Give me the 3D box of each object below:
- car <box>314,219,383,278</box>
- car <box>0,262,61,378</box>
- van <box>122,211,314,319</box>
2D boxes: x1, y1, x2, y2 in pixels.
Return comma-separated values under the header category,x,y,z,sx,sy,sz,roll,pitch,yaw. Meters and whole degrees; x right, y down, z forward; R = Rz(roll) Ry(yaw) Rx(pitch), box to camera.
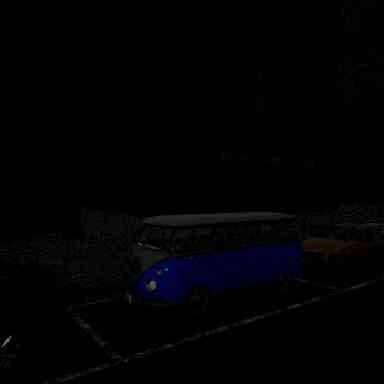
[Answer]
category,x,y,z,sx,sy,sz,roll,pitch,yaw
car,4.880,1.526,10.135,4.829,1.417,1.752,0,0,-36
car,-3.834,1.566,3.916,4.313,1.339,1.947,0,0,-36
van,0.592,1.341,7.075,3.998,1.788,1.690,0,0,-36
